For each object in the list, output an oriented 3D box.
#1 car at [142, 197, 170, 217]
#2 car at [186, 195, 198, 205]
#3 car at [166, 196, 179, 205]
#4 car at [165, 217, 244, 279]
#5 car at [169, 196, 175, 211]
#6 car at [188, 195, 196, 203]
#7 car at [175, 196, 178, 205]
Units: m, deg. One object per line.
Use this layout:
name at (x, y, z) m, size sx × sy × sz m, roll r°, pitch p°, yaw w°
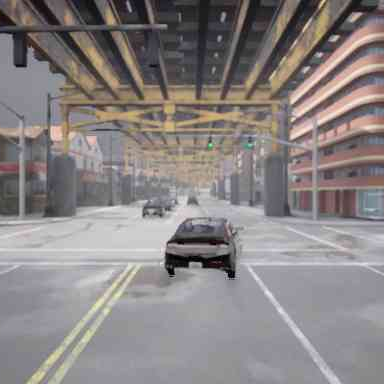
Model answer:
car at (-3.592, 1.549, 31.596) m, size 2.128 × 1.511 × 4.902 m, roll 0°, pitch 0°, yaw 0°
car at (0.107, 1.587, 59.100) m, size 1.812 × 1.442 × 4.674 m, roll 0°, pitch 0°, yaw 0°
car at (-3.512, 1.546, 60.753) m, size 2.128 × 1.511 × 4.902 m, roll 0°, pitch 0°, yaw 0°
car at (0.521, 1.511, 10.244) m, size 2.128 × 1.511 × 4.902 m, roll 0°, pitch 0°, yaw 10°
car at (-3.588, 1.425, 40.759) m, size 2.097 × 1.767 × 4.553 m, roll 0°, pitch 0°, yaw 0°
car at (0.010, 1.480, 72.081) m, size 1.837 × 1.490 × 4.892 m, roll 0°, pitch 1°, yaw 0°
car at (-3.576, 1.607, 50.644) m, size 1.812 × 1.442 × 4.674 m, roll 0°, pitch 0°, yaw 0°
